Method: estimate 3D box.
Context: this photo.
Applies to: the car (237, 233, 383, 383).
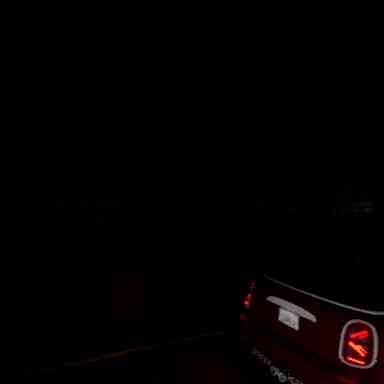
[{"bbox_3d":[2.933,1.351,4.388,4.553,1.767,2.097,0,0,-25],"label":"car"}]
